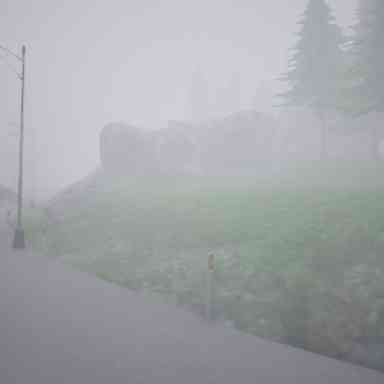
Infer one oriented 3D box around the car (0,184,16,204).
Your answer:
[{"bbox_3d":[-21.112,0.150,36.009,2.150,2.045,5.566,2,1,-7],"label":"car"}]
